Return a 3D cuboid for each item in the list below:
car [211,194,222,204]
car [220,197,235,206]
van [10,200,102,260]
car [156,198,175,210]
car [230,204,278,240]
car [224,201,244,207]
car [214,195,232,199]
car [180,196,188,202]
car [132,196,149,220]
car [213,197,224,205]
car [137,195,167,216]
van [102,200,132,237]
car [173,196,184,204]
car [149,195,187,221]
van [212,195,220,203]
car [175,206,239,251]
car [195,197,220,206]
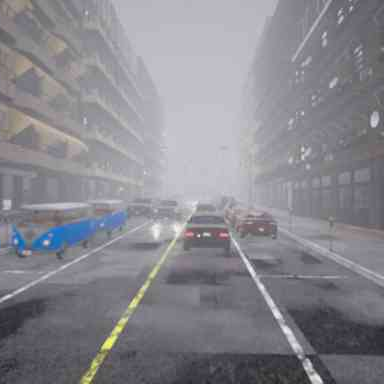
[{"bbox_3d":[5.384,1.486,72.507,2.192,1.841,5.009,2,0,2],"label":"car"},{"bbox_3d":[3.675,1.485,28.290,1.967,1.590,4.097,2,0,2],"label":"car"},{"bbox_3d":[-4.856,1.308,12.082,1.690,1.788,3.998,2,0,2],"label":"van"},{"bbox_3d":[-3.552,1.587,45.241,1.947,1.339,4.313,2,0,2],"label":"car"},{"bbox_3d":[3.227,1.573,17.237,1.887,1.381,4.507,2,0,2],"label":"car"},{"bbox_3d":[3.446,1.580,22.762,1.887,1.381,4.507,2,0,2],"label":"car"},{"bbox_3d":[4.074,1.380,39.344,2.192,1.841,5.009,2,0,2],"label":"car"},{"bbox_3d":[-2.024,1.748,83.926,1.802,1.307,4.206,2,0,2],"label":"car"},{"bbox_3d":[-4.200,1.304,28.662,2.192,1.841,5.009,2,0,2],"label":"car"},{"bbox_3d":[4.940,1.709,61.453,1.802,1.307,4.206,2,0,2],"label":"car"},{"bbox_3d":[-3.981,1.313,34.187,2.192,1.841,5.009,2,0,2],"label":"car"},{"bbox_3d":[-4.638,1.314,17.610,1.690,1.788,3.998,2,0,2],"label":"van"},{"bbox_3d":[-2.678,1.637,67.345,1.887,1.381,4.507,2,0,2],"label":"car"},{"bbox_3d":[-1.823,1.355,26.540,2.097,1.767,4.553,0,0,2],"label":"car"},{"bbox_3d":[5.602,1.537,78.035,1.690,1.788,3.998,2,0,2],"label":"van"},{"bbox_3d":[0.622,1.554,14.223,2.033,1.411,5.357,0,0,2],"label":"car"},{"bbox_3d":[1.311,1.523,31.601,2.128,1.511,4.902,0,0,2],"label":"car"}]
